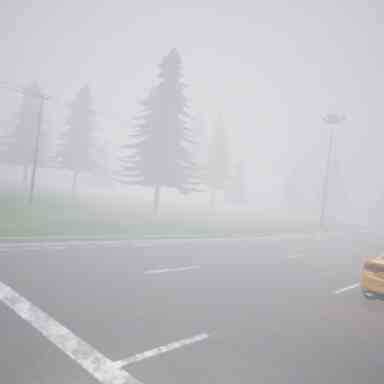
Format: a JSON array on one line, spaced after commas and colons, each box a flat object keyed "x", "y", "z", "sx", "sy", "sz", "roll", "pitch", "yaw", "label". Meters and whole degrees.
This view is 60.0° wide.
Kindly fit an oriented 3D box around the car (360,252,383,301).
[{"x": 6.373, "y": 2.249, "z": 9.108, "sx": 5.008, "sy": 1.535, "sz": 1.882, "roll": 7, "pitch": -1, "yaw": -43, "label": "car"}]
